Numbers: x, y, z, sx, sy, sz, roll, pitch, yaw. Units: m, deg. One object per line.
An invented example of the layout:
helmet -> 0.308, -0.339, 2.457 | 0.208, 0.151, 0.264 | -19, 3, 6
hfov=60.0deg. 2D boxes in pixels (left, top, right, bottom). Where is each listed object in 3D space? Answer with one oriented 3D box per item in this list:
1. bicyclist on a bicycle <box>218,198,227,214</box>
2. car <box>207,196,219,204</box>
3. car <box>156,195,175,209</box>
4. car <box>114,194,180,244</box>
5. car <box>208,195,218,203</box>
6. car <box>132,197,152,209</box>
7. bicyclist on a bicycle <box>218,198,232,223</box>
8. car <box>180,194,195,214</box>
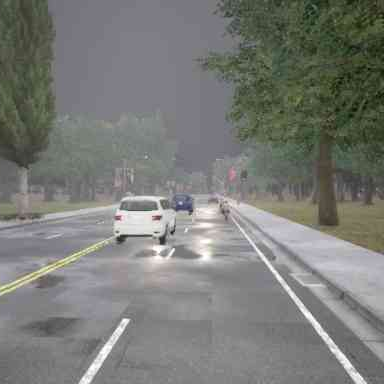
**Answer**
bicyclist on a bicycle -> 3.099, 1.434, 34.090 | 0.866, 1.612, 1.509 | 0, 0, 3
car -> 4.005, 1.505, 62.547 | 1.837, 1.490, 4.892 | 0, 0, 3
car -> -3.645, 1.349, 47.000 | 2.097, 1.767, 4.553 | 0, 0, 3
car -> -2.065, 1.220, 15.988 | 2.150, 2.045, 5.566 | 0, 0, 3
car -> 4.602, 1.527, 74.091 | 2.128, 1.511, 4.902 | 0, 0, 3
car -> -6.937, 1.523, 46.412 | 1.812, 1.442, 4.674 | 0, 0, 4
bicyclist on a bicycle -> 2.531, 1.435, 24.687 | 0.866, 1.612, 1.509 | 0, 0, 3
car -> -0.924, 1.219, 34.873 | 2.150, 2.045, 5.566 | 0, 0, 3
